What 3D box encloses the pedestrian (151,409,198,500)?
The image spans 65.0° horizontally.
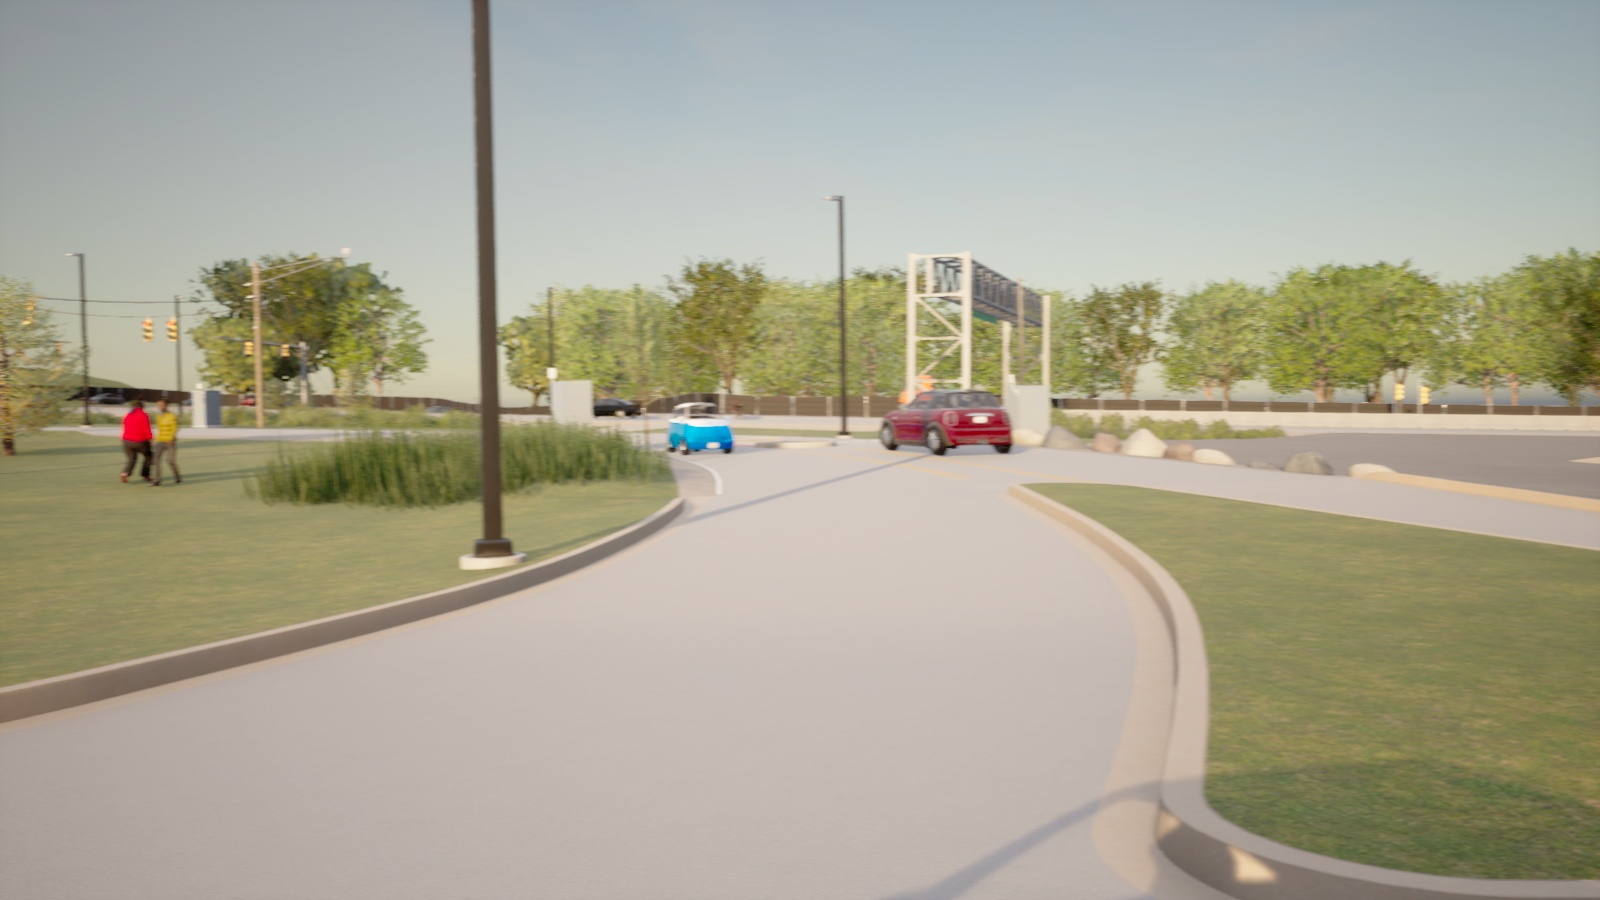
[{"bbox_3d":[-12.944,0.079,25.994,0.431,1.840,0.709,-2,2,14],"label":"pedestrian"}]

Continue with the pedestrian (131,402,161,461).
[{"bbox_3d":[-21.008,-0.593,40.338,0.709,1.840,0.431,-1,2,25],"label":"pedestrian"}]

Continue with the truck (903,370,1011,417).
[{"bbox_3d":[11.882,-4.247,94.882,7.936,3.462,2.891,0,2,10],"label":"truck"}]

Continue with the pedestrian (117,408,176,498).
[{"bbox_3d":[-13.876,0.049,26.676,0.634,1.844,0.899,-2,2,7],"label":"pedestrian"}]

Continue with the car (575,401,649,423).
[{"bbox_3d":[-13.564,-2.723,90.627,5.008,1.535,1.882,0,2,19],"label":"car"}]

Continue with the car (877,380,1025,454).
[{"bbox_3d":[3.922,-0.914,33.448,2.097,1.767,4.553,-3,3,-19],"label":"car"}]

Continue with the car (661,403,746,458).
[{"bbox_3d":[-2.599,-0.535,33.611,1.481,1.376,2.207,-3,3,-27],"label":"car"}]
